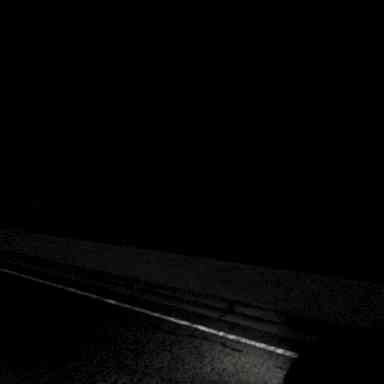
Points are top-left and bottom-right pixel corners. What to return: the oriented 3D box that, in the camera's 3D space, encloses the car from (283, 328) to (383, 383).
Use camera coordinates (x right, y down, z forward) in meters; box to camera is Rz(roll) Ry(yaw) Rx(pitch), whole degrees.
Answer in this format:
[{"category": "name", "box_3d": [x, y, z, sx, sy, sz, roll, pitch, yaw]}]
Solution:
[{"category": "car", "box_3d": [2.888, 1.516, 1.627, 4.892, 1.490, 1.837, 0, 0, 35]}]
